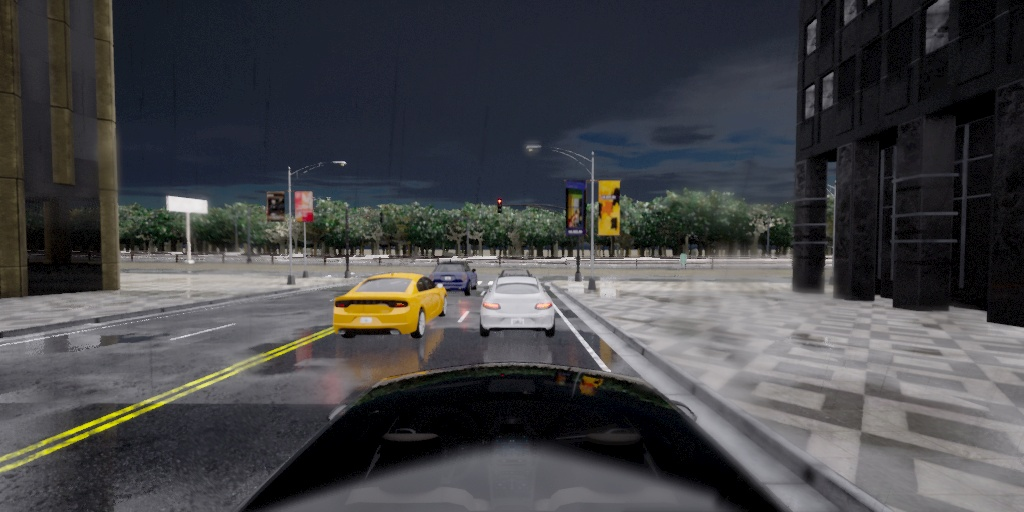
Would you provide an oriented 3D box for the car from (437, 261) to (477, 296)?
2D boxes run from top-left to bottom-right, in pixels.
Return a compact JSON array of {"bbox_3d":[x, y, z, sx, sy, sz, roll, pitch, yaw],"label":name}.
[{"bbox_3d":[-3.072,1.089,19.339,2.097,1.767,4.553,0,0,0],"label":"car"}]

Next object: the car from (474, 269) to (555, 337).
[{"bbox_3d":[0.138,1.270,10.166,1.812,1.442,4.674,0,0,0],"label":"car"}]

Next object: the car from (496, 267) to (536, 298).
[{"bbox_3d":[0.180,1.338,19.328,1.895,1.301,4.718,0,0,0],"label":"car"}]

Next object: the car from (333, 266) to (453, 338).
[{"bbox_3d":[-3.114,1.222,10.157,1.882,1.535,5.008,0,0,0],"label":"car"}]
